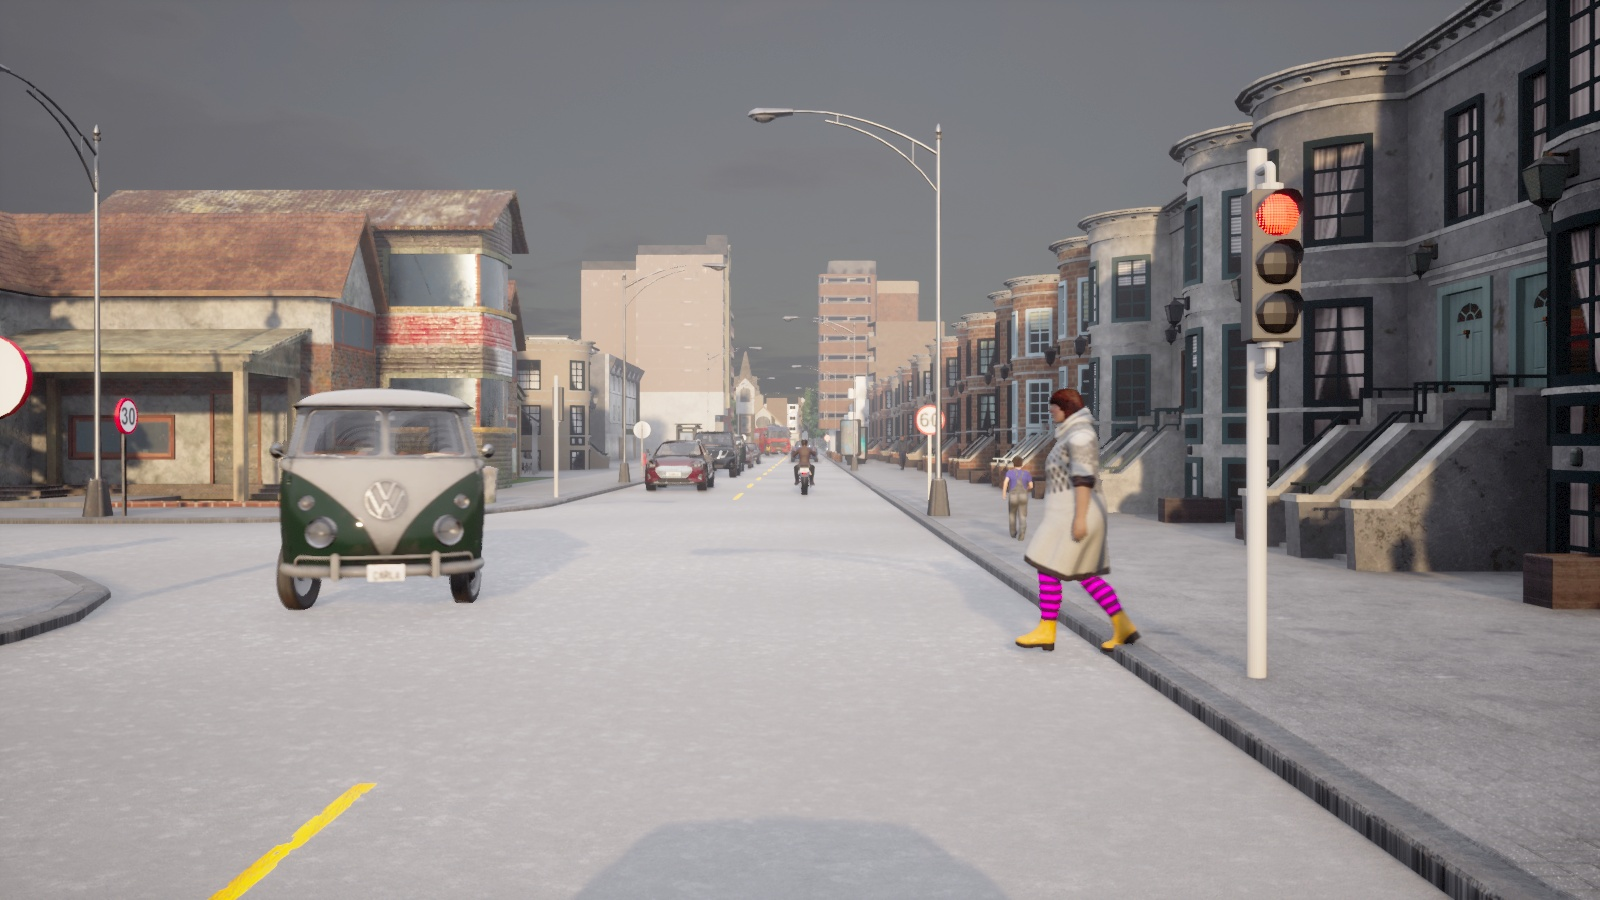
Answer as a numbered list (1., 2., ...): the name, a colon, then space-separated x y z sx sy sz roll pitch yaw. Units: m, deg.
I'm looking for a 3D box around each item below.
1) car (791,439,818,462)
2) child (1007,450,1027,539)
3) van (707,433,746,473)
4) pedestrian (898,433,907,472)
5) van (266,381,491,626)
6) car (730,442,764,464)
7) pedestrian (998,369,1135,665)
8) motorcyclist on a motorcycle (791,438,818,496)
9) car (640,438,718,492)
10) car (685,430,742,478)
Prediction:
1. car: 0.357 0.048 98.689 2.097 1.767 4.553 0 0 0
2. child: 3.145 0.636 18.211 0.270 1.263 0.437 0 0 9
3. van: -3.767 0.128 65.187 1.775 1.987 4.442 0 0 0
4. pedestrian: 5.135 0.105 62.923 0.423 1.949 0.788 0 0 2
5. van: -4.199 0.424 12.595 1.775 1.987 4.442 0 0 -18
6. car: -3.685 0.206 87.458 2.128 1.511 4.902 0 0 0
7. pedestrian: 1.863 0.441 8.727 0.873 1.952 0.659 0 0 17
8. motorcyclist on a motorcycle: 0.131 0.486 37.342 0.766 1.649 2.350 0 0 0
9. car: -3.853 0.443 40.826 2.033 1.649 4.856 0 0 0
10. car: -3.803 0.147 55.891 2.150 2.045 5.566 0 0 0
